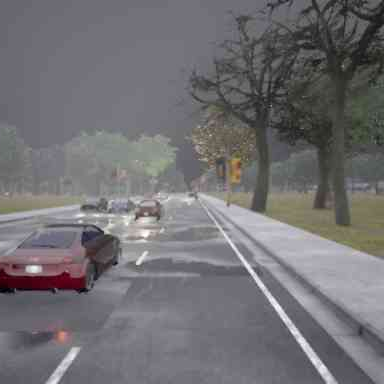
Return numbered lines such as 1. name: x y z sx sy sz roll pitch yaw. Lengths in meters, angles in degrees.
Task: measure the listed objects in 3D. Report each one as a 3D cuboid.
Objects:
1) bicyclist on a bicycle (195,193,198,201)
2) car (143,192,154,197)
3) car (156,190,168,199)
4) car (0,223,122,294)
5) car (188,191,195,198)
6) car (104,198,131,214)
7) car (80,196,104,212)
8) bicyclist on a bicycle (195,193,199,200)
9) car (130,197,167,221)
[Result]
1. bicyclist on a bicycle: 0.873 0.915 67.855 0.582 1.620 1.656 0 0 0
2. car: -9.774 0.855 75.081 1.837 1.490 4.892 0 0 0
3. car: -6.523 0.585 73.288 2.150 2.045 5.566 0 0 0
4. car: -3.153 1.489 8.638 1.994 1.385 4.181 0 0 0
5. car: -0.027 0.758 86.749 1.837 1.490 4.892 0 0 0
6. car: -6.603 1.267 31.598 1.812 1.442 4.674 0 0 0
7. car: -9.852 1.201 33.942 1.882 1.535 5.008 0 0 0
8. bicyclist on a bicycle: 0.866 0.959 59.565 0.866 1.612 1.509 0 2 0
9. car: -3.158 1.318 25.143 1.812 1.442 4.674 0 0 0
